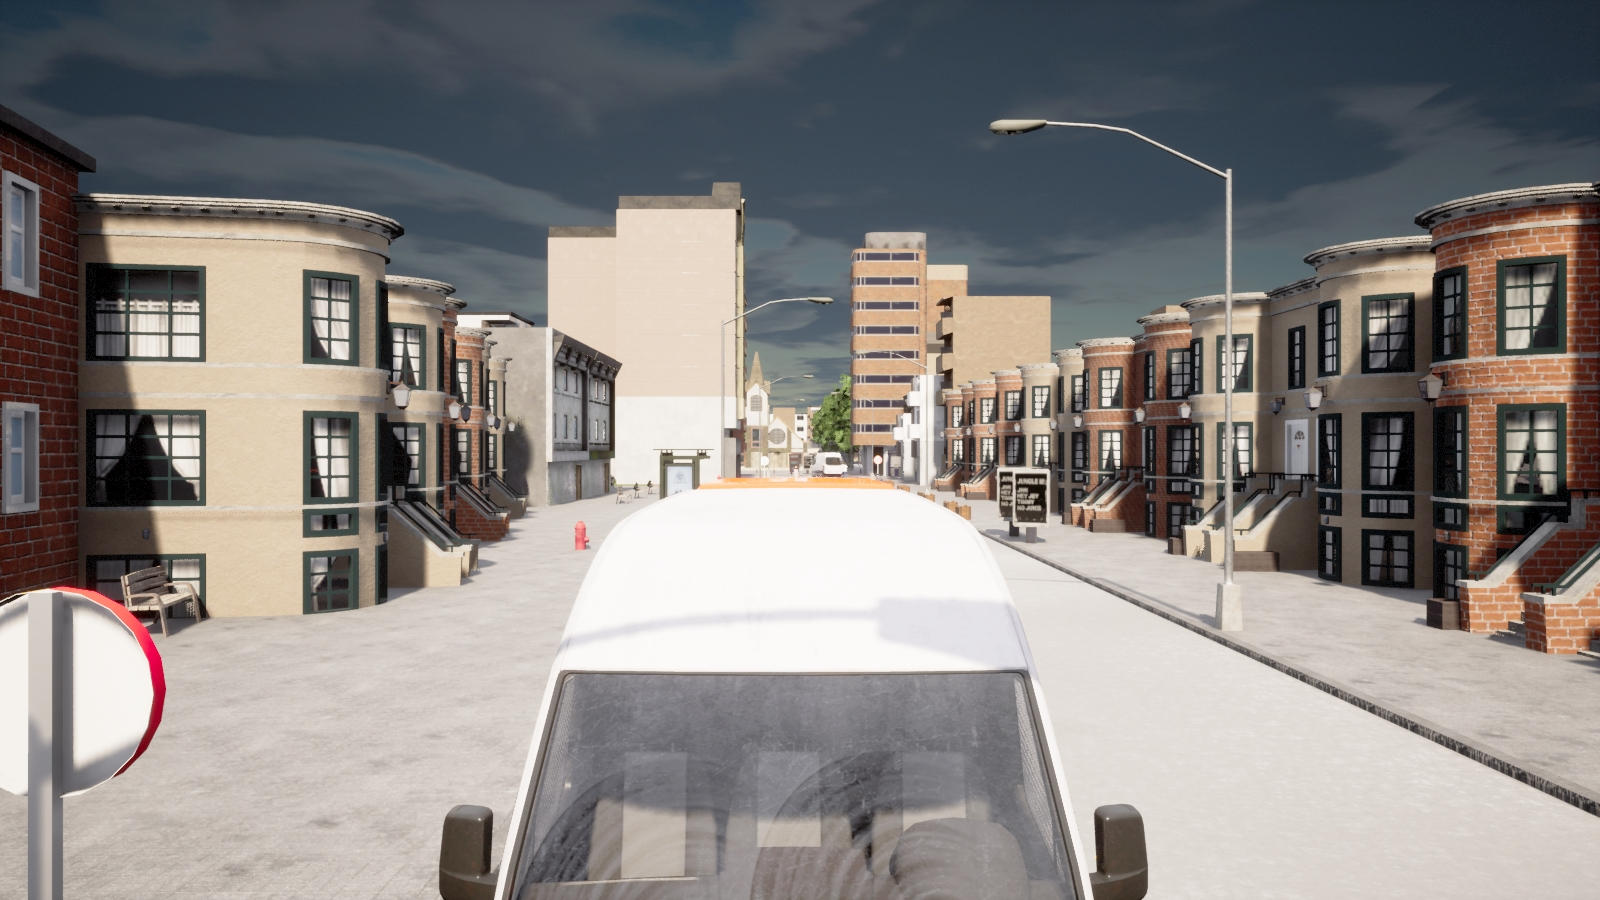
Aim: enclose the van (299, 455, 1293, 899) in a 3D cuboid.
[{"bbox_3d":[-0.019,1.314,5.243,1.988,2.561,5.915,0,0,0],"label":"van"}]
